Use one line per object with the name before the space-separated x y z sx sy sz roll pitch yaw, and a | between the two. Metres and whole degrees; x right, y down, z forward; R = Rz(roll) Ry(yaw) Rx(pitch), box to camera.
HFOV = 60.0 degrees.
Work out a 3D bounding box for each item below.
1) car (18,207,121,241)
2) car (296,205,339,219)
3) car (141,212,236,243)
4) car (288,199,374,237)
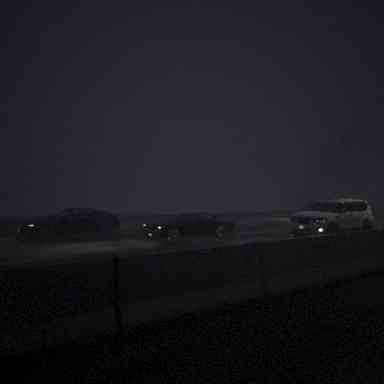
car | -6.047 1.544 16.873 4.902 1.511 2.128 1 0 -35
car | 13.086 2.015 34.689 4.718 1.301 1.895 1 0 -35
car | -0.130 1.708 16.792 4.718 1.301 1.895 1 0 -35
car | 7.655 1.410 18.039 5.566 2.045 2.150 1 -1 -35
